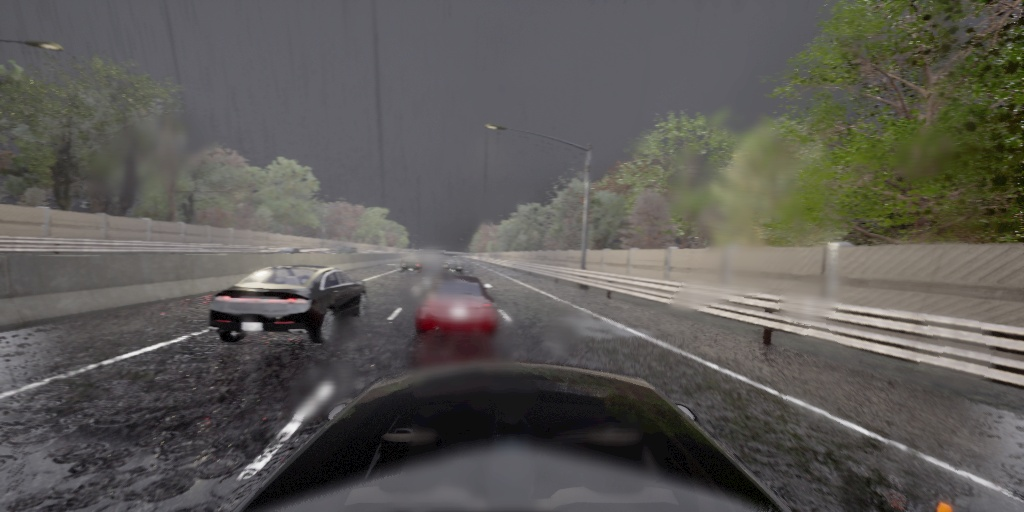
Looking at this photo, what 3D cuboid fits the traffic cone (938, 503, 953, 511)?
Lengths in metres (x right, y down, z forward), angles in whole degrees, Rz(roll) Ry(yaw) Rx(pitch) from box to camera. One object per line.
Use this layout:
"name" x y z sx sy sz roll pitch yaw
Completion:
"traffic cone" 2.713 1.870 2.266 0.340 0.580 0.340 0 0 -10

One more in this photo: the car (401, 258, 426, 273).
"car" -9.000 0.856 33.133 1.895 1.301 4.718 3 0 -10

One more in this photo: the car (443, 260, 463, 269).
"car" -5.816 1.051 35.244 1.895 1.301 4.718 3 0 -10

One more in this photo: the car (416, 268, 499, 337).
"car" -1.526 1.229 10.075 1.994 1.385 4.181 3 0 -10

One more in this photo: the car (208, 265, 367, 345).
"car" -4.792 0.959 8.464 2.128 1.511 4.902 3 0 -10

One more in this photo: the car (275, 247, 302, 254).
"car" -29.234 -0.402 47.151 1.812 1.442 4.674 3 0 -9

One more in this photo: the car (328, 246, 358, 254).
"car" -22.314 -0.297 48.212 2.150 2.045 5.566 3 0 -9

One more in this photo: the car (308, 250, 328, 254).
"car" -25.972 -0.128 48.774 1.895 1.301 4.718 3 0 -9
